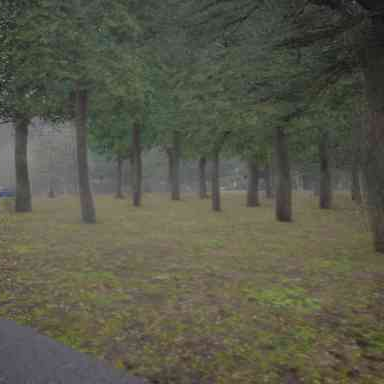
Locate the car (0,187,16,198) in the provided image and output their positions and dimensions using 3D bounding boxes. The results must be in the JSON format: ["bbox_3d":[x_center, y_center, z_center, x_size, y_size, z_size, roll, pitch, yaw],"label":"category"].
[{"bbox_3d":[-33.068,0.215,57.746,2.150,2.045,5.566,-3,0,34],"label":"car"}]
